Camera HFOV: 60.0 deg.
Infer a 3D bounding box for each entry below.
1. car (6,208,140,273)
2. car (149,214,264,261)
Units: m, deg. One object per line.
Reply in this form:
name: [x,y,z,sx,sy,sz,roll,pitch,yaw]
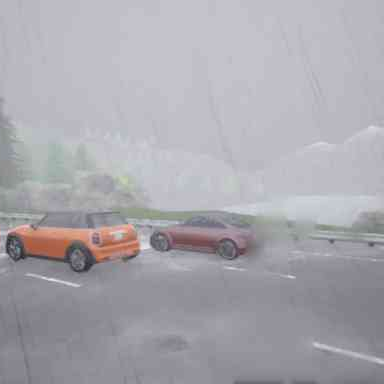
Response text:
car: [-3.920,1.308,10.724,4.553,1.767,2.097,0,0,32]
car: [0.466,1.492,12.092,4.181,1.385,1.994,0,0,33]
